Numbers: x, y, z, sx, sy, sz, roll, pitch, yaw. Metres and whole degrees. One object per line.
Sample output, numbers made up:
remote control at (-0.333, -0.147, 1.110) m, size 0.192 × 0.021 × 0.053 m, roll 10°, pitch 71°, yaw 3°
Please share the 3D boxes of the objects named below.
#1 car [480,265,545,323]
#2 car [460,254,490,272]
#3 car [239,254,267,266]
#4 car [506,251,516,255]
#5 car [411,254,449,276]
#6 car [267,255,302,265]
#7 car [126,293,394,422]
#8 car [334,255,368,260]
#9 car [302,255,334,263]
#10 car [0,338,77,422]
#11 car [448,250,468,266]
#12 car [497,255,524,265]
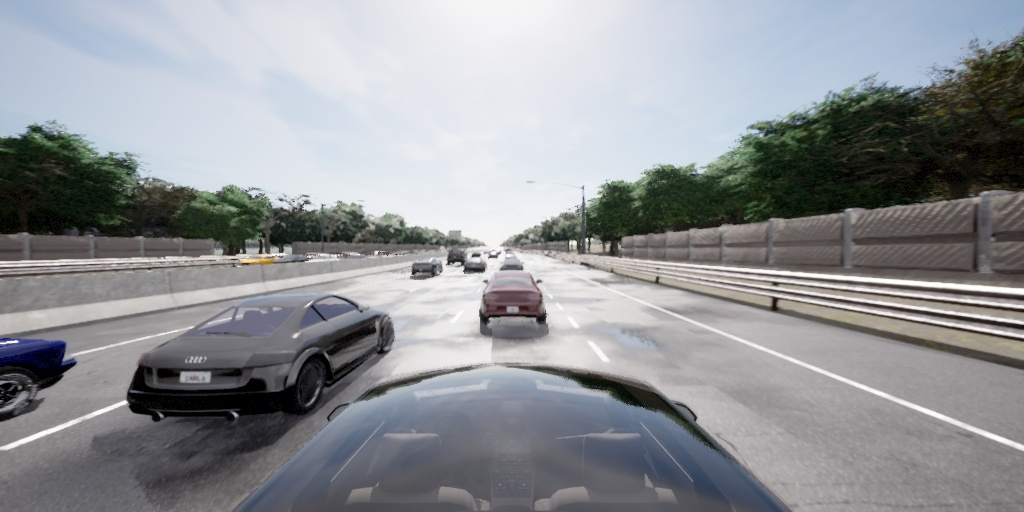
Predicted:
car at (0.021, 1.191, 11.570) m, size 1.812 × 1.442 × 4.674 m, roll 0°, pitch 1°, yaw 0°
car at (-3.511, 0.791, 34.741) m, size 1.994 × 1.385 × 4.181 m, roll 0°, pitch 1°, yaw 0°
car at (-28.108, 0.606, 40.198) m, size 1.882 × 1.535 × 5.008 m, roll 0°, pitch 1°, yaw 0°
car at (-0.102, 0.376, 51.515) m, size 2.033 × 1.411 × 5.357 m, roll 0°, pitch 1°, yaw 0°
car at (-6.995, 0.837, 29.944) m, size 2.128 × 1.511 × 4.902 m, roll 0°, pitch 1°, yaw 0°
car at (-24.610, 0.601, 40.233) m, size 1.882 × 1.535 × 5.008 m, roll 0°, pitch 1°, yaw 0°
car at (-3.488, 1.291, 5.961) m, size 1.994 × 1.385 × 4.181 m, roll 0°, pitch 0°, yaw 0°
car at (-17.612, 0.617, 40.326) m, size 1.837 × 1.490 × 4.892 m, roll 0°, pitch 1°, yaw 0°
car at (-21.113, 0.643, 40.311) m, size 1.812 × 1.442 × 4.674 m, roll 0°, pitch 1°, yaw 0°
car at (-6.993, 1.354, 2.789) m, size 1.895 × 1.301 × 4.718 m, roll 0°, pitch 0°, yaw 0°
car at (-7.070, 0.170, 46.773) m, size 2.150 × 2.045 × 5.566 m, roll 0°, pitch 1°, yaw 0°
car at (0.008, 0.897, 28.360) m, size 1.812 × 1.442 × 4.674 m, roll 0°, pitch 1°, yaw 0°
